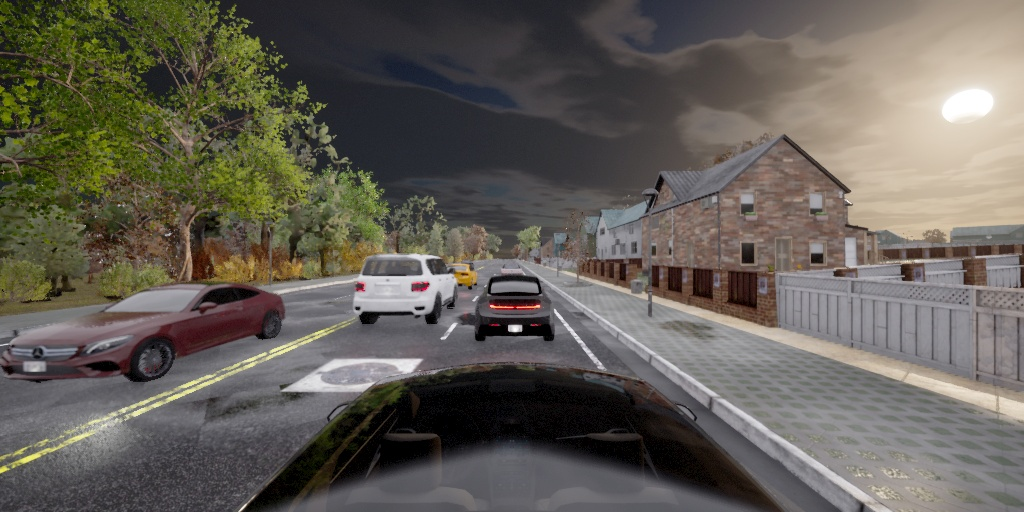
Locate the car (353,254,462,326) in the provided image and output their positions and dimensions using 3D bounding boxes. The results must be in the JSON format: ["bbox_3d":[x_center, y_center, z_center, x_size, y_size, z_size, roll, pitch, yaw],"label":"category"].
[{"bbox_3d":[-3.207,0.974,11.875,2.150,2.045,5.566,0,0,0],"label":"car"}]

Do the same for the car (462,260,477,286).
[{"bbox_3d":[-3.308,1.237,22.829,1.882,1.535,5.008,0,0,0],"label":"car"}]

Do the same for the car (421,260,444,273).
[{"bbox_3d":[-10.094,1.254,45.825,1.882,1.535,5.008,0,0,0],"label":"car"}]

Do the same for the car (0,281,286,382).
[{"bbox_3d":[-6.631,1.278,7.295,1.812,1.442,4.674,0,0,-1],"label":"car"}]

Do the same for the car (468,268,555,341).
[{"bbox_3d":[0.052,1.258,9.869,1.837,1.490,4.892,0,0,0],"label":"car"}]

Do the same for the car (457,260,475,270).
[{"bbox_3d":[-6.838,1.334,54.054,2.033,1.411,5.357,0,0,0],"label":"car"}]

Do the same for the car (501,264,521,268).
[{"bbox_3d":[-0.086,1.366,33.244,1.895,1.301,4.718,0,0,-2],"label":"car"}]
